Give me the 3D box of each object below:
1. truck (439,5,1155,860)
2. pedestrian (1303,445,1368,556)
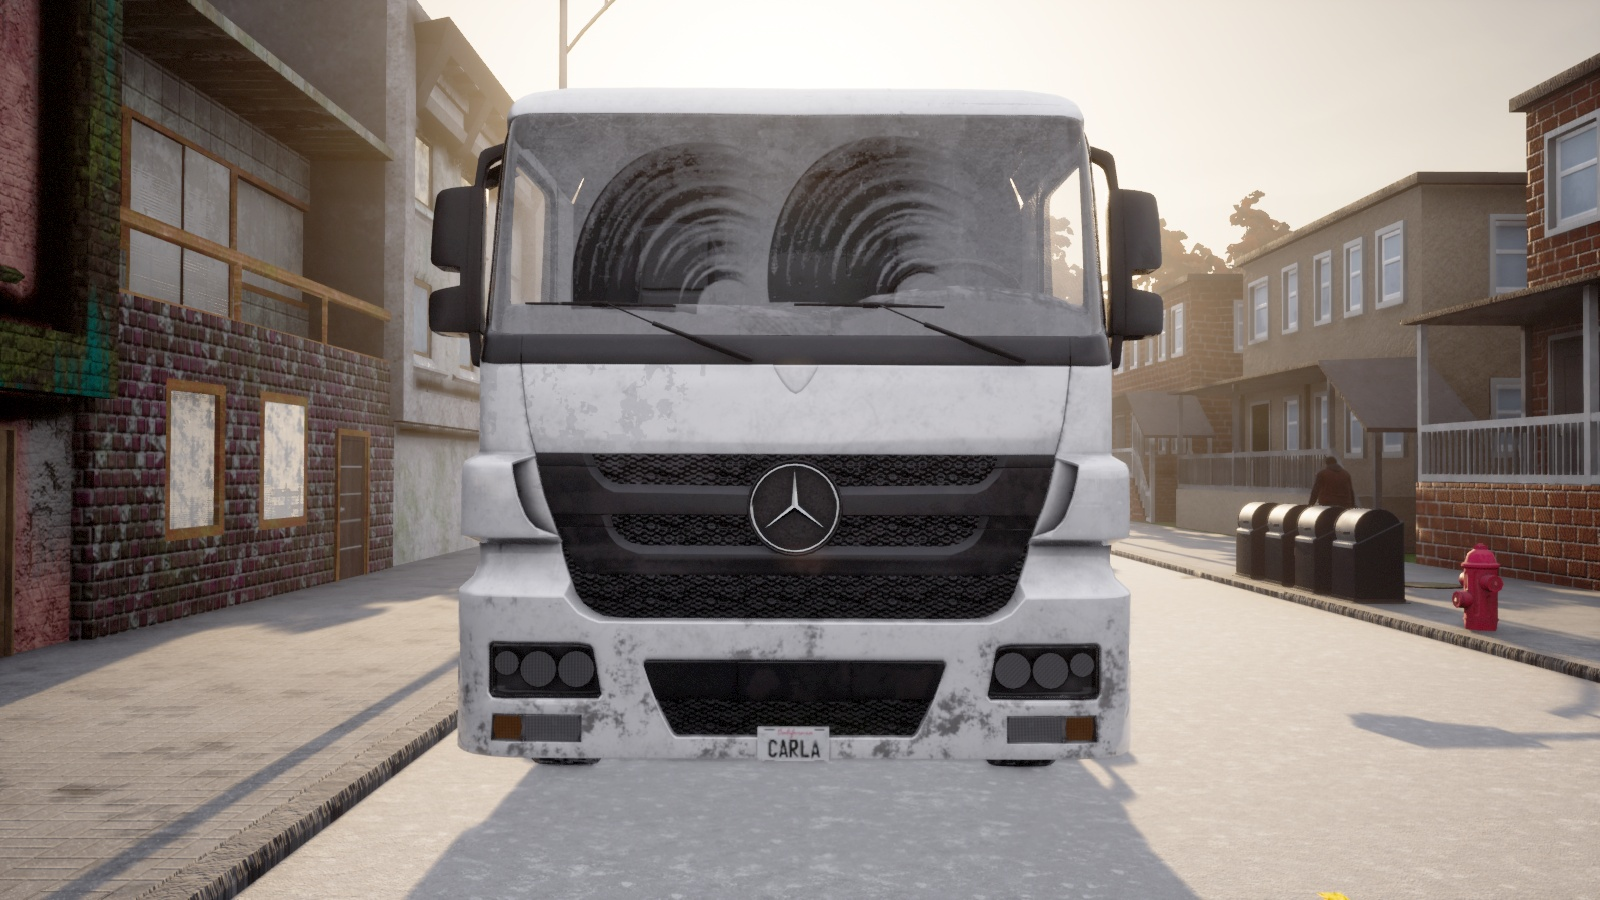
[{"bbox_3d":[-0.025,-0.015,9.072,2.891,3.462,7.936,0,-1,0],"label":"truck"},{"bbox_3d":[9.065,0.845,21.294,0.634,1.844,0.899,0,-1,-7],"label":"pedestrian"}]
